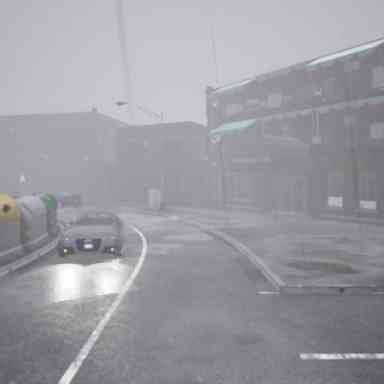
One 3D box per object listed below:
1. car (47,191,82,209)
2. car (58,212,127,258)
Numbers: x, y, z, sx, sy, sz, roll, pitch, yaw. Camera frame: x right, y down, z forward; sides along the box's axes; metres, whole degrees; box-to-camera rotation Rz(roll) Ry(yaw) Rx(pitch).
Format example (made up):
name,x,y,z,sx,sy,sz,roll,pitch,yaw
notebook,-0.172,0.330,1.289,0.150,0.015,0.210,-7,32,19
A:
name,x,y,z,sx,sy,sz,roll,pitch,yaw
car,-12.154,0.637,29.943,5.008,1.535,1.882,0,3,29
car,-3.494,1.450,12.330,1.994,1.385,4.181,0,1,-8
